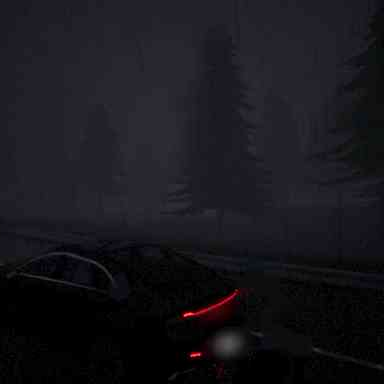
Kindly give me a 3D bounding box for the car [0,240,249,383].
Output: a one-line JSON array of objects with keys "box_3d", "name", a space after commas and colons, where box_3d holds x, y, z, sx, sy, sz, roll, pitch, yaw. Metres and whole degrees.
[{"box_3d": [-1.533, 1.525, 5.216, 4.902, 1.511, 2.128, 0, 0, 36], "name": "car"}]
